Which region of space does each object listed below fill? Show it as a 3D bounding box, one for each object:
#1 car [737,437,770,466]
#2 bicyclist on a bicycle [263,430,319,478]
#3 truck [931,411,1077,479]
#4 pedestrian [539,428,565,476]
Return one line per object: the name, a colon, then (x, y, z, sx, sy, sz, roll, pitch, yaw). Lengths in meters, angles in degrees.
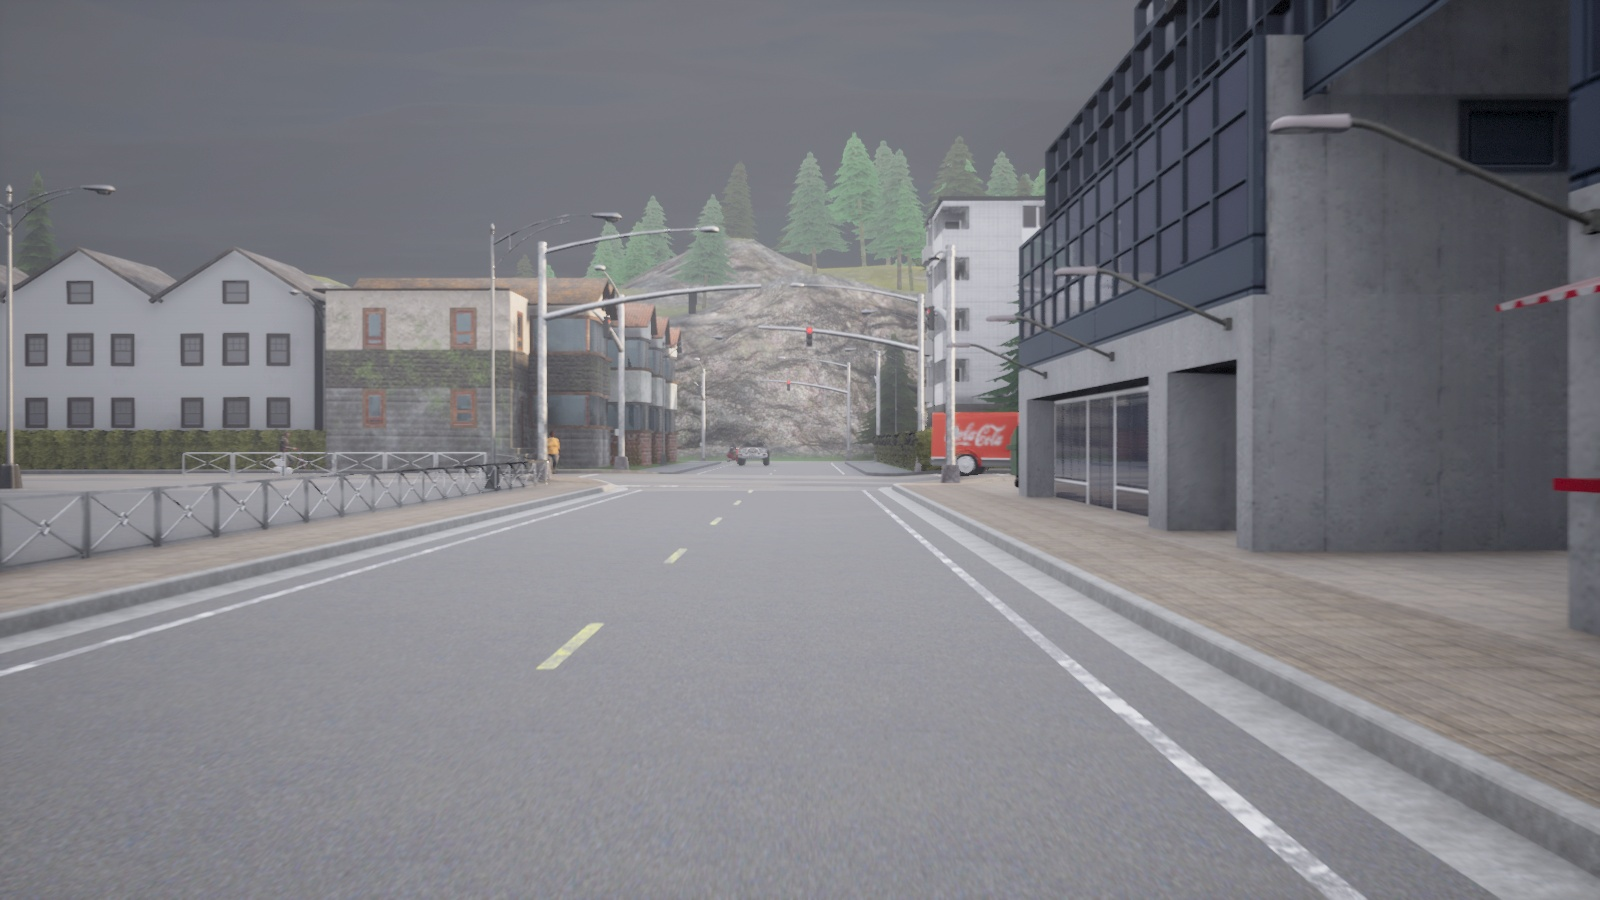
car: (-3.016, 0.098, 82.171, 1.932, 1.855, 4.605, 0, 0, 1)
bicyclist on a bicycle: (-19.175, 0.159, 47.306, 1.843, 1.776, 0.659, 0, 0, 0)
truck: (7.828, -0.191, 48.021, 5.204, 2.467, 2.627, 1, 0, 16)
pedestrian: (-9.734, 0.082, 49.249, 0.874, 1.855, 0.900, 0, 0, -20)
